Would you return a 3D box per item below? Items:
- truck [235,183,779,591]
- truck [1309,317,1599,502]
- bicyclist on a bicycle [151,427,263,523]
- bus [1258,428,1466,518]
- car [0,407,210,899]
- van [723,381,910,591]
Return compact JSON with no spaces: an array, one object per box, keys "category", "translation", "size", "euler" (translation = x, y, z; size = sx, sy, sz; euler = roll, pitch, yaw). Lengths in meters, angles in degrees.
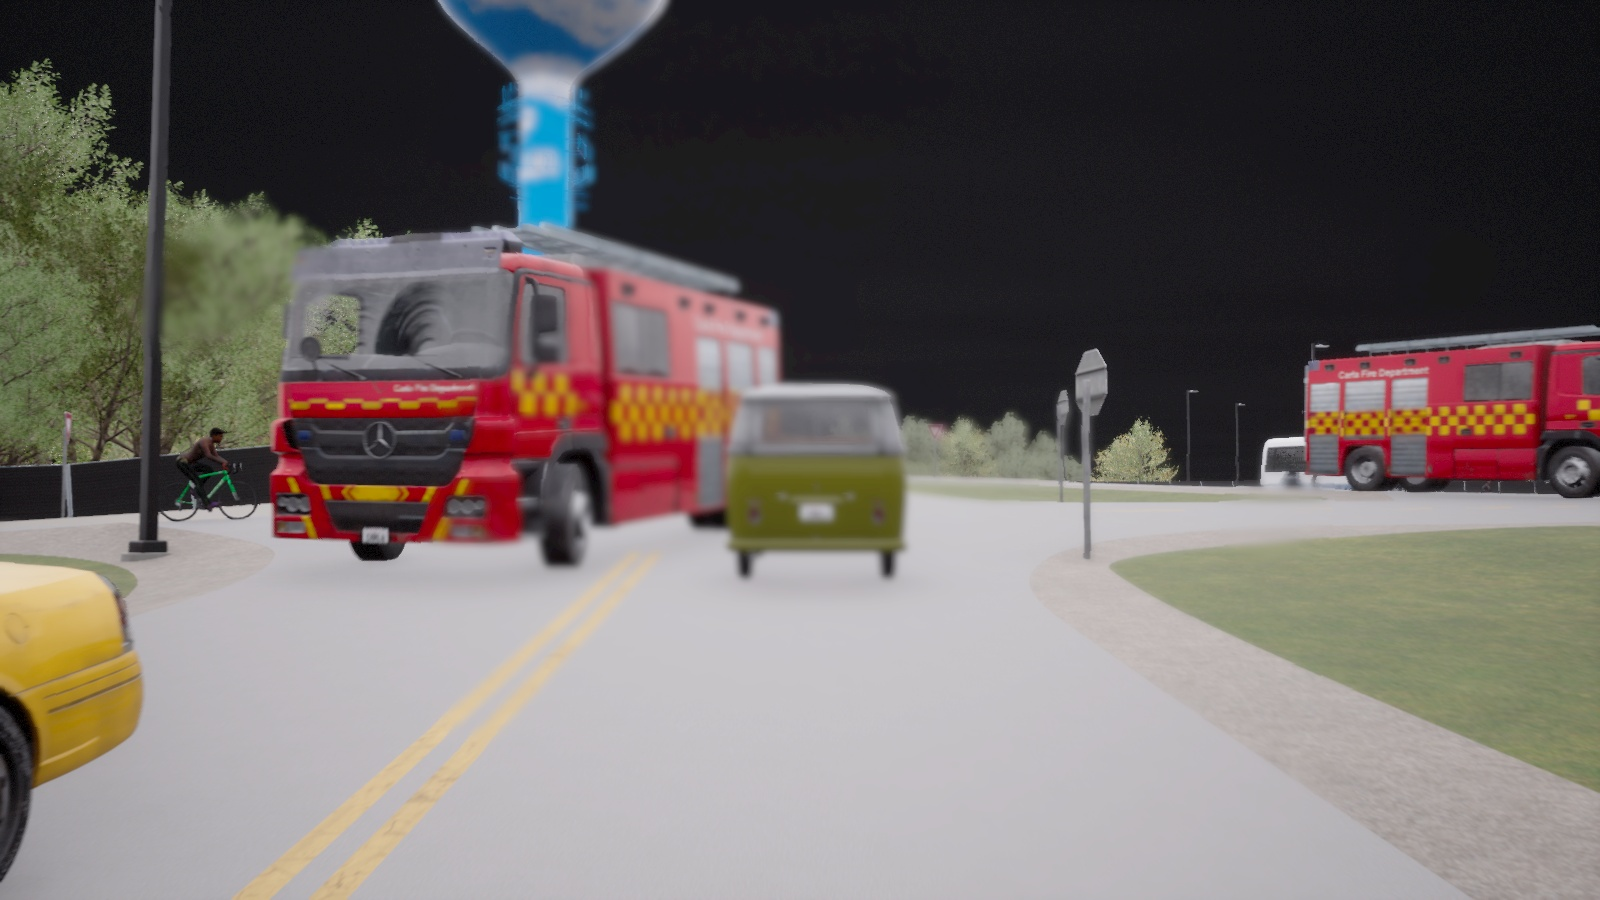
[{"category":"truck","translation":[-3.004,-0.673,16.243],"size":[2.891,3.827,8.468],"euler":[0,1,18]},{"category":"truck","translation":[16.447,-0.810,29.256],"size":[2.891,3.827,8.468],"euler":[1,-1,-30]},{"category":"bicyclist on a bicycle","translation":[-10.306,0.427,21.861],"size":[1.656,1.620,0.582],"euler":[-1,-1,-10]},{"category":"bus","translation":[28.798,1.286,65.161],"size":[3.944,4.253,10.273],"euler":[0,-2,-17]},{"category":"car","translation":[-3.459,0.661,2.698],"size":[1.801,1.575,5.366],"euler":[0,1,1]},{"category":"van","translation":[0.188,0.290,14.150],"size":[1.775,1.987,4.442],"euler":[0,1,1]}]
